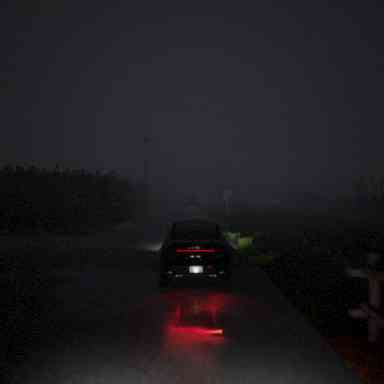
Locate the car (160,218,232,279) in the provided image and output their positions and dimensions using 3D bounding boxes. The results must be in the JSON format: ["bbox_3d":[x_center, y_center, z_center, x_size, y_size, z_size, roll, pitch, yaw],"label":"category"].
[{"bbox_3d":[0.098,1.554,10.179,1.837,1.490,4.892,0,0,0],"label":"car"}]

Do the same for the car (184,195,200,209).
[{"bbox_3d":[0.008,1.459,50.678,2.150,2.045,5.566,0,0,0],"label":"car"}]
